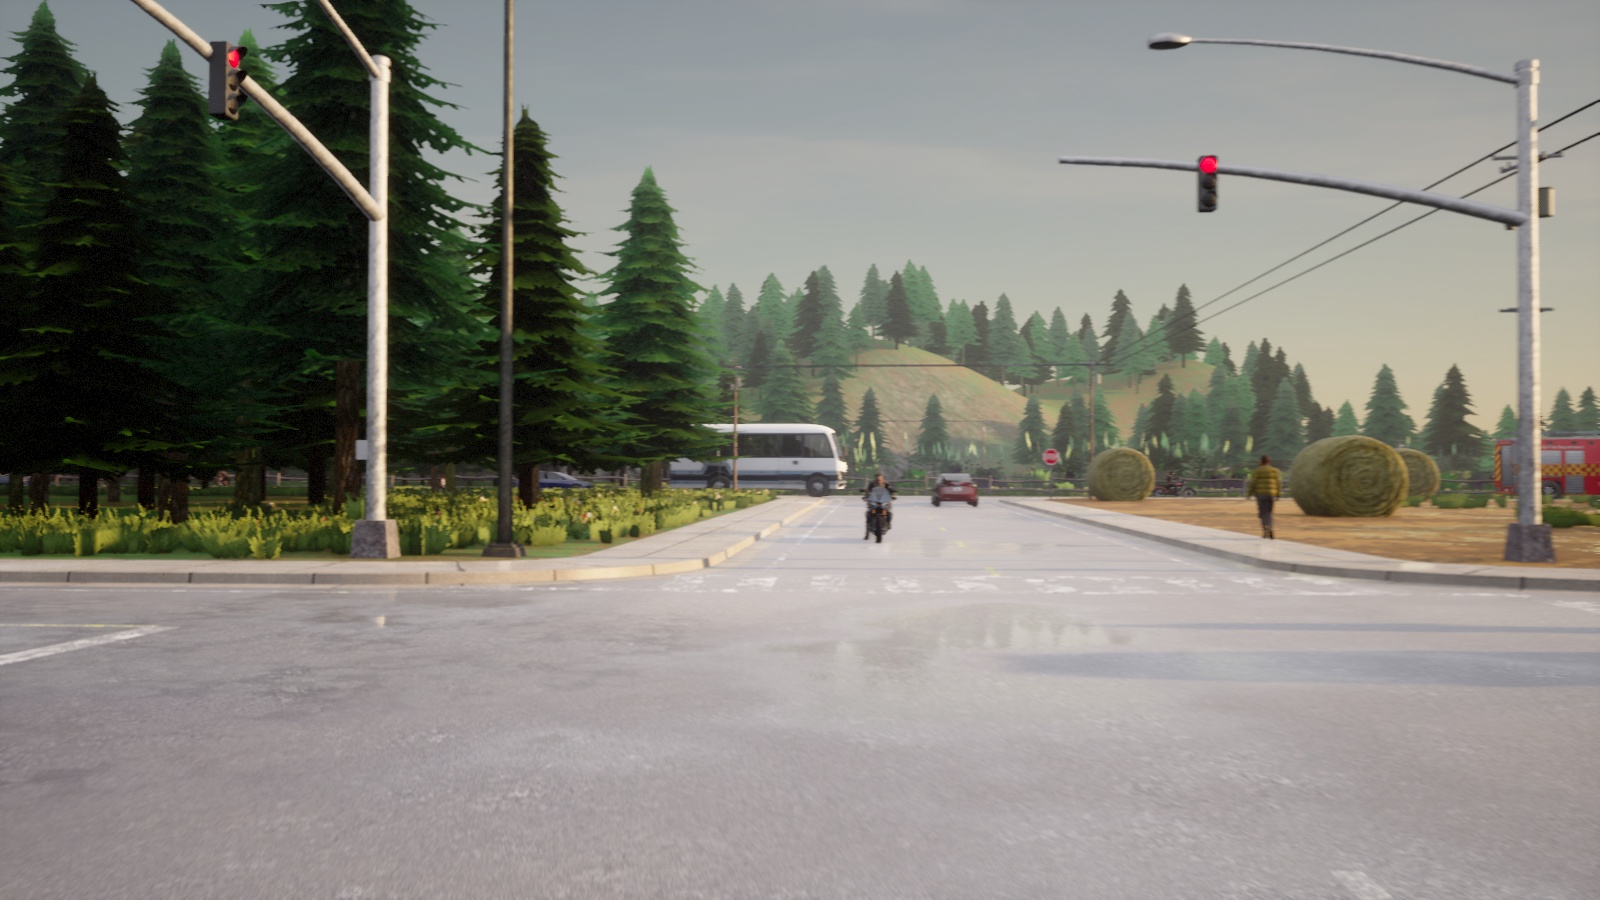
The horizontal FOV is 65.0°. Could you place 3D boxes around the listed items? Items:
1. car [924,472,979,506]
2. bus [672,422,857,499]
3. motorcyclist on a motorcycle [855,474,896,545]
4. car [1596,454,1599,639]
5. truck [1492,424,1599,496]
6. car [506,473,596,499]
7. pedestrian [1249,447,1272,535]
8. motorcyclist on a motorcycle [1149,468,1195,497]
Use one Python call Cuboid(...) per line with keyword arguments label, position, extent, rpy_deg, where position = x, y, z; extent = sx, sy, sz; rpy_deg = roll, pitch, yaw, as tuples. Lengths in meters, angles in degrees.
Cuboid(label="car", position=(6.864, 1.741, 57.267), extent=(2.163, 1.488, 4.792), rpy_deg=(0, -1, 3))
Cuboid(label="bus", position=(-1.973, 0.635, 72.784), extent=(10.273, 4.253, 3.944), rpy_deg=(0, -1, 6))
Cuboid(label="motorcyclist on a motorcycle", position=(1.699, 1.315, 28.259), extent=(0.866, 1.530, 2.191), rpy_deg=(0, -1, 3))
Cuboid(label="car", position=(8.933, 0.814, 9.980), extent=(3.988, 1.617, 1.851), rpy_deg=(0, -1, 2))
Cuboid(label="truck", position=(42.607, 0.553, 68.051), extent=(8.468, 3.827, 2.891), rpy_deg=(0, -1, 6))
Cuboid(label="car", position=(-14.689, 2.090, 74.090), extent=(4.792, 1.488, 2.163), rpy_deg=(0, -1, 5))
Cuboid(label="pedestrian", position=(9.759, 0.862, 26.608), extent=(0.370, 1.835, 0.726), rpy_deg=(-1, -1, 14))
Cuboid(label="motorcyclist on a motorcycle", position=(20.843, 1.809, 70.328), extent=(2.350, 1.649, 0.766), rpy_deg=(0, -1, 5))
